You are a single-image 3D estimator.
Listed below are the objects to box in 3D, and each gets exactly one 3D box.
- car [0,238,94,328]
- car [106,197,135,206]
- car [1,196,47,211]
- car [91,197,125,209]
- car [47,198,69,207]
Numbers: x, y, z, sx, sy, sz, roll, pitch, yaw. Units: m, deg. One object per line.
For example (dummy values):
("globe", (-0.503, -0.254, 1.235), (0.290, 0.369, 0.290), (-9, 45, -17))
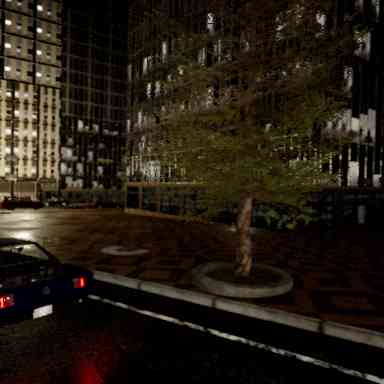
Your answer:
("car", (-4.135, 1.577, 6.510), (4.718, 1.301, 1.895), (0, 0, 35))
("car", (-12.805, 1.662, 59.706), (4.829, 1.417, 1.752), (1, 1, -34))
("car", (-22.242, 1.526, 43.688), (5.009, 1.841, 2.192), (1, 1, -34))
("car", (-12.893, 1.857, 50.098), (4.507, 1.381, 1.887), (1, 1, -34))
("car", (-22.020, 1.588, 53.397), (4.403, 1.369, 2.008), (1, 1, -34))
